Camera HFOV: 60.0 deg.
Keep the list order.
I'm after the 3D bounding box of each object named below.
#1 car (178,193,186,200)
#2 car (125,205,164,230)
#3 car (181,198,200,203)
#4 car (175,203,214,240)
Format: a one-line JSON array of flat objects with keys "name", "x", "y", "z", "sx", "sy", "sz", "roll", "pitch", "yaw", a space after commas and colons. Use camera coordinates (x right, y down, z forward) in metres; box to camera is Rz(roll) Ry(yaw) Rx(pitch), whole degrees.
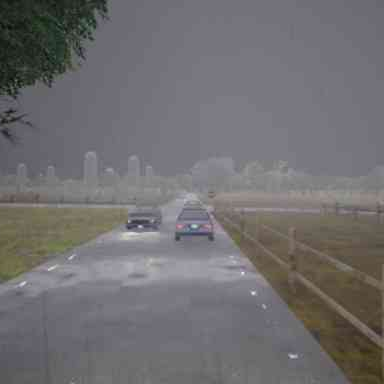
[{"name": "car", "x": -2.722, "y": 1.128, "z": 89.632, "sx": 2.097, "sy": 1.767, "sz": 4.553, "roll": 0, "pitch": 0, "yaw": 0}, {"name": "car", "x": -2.835, "y": 1.520, "z": 20.955, "sx": 2.033, "sy": 1.411, "sz": 5.357, "roll": 0, "pitch": 0, "yaw": 0}, {"name": "car", "x": 0.100, "y": 1.514, "z": 30.936, "sx": 1.994, "sy": 1.385, "sz": 4.181, "roll": 0, "pitch": 0, "yaw": 0}, {"name": "car", "x": 0.106, "y": 1.527, "z": 16.786, "sx": 2.033, "sy": 1.411, "sz": 5.357, "roll": 0, "pitch": 0, "yaw": 0}]
